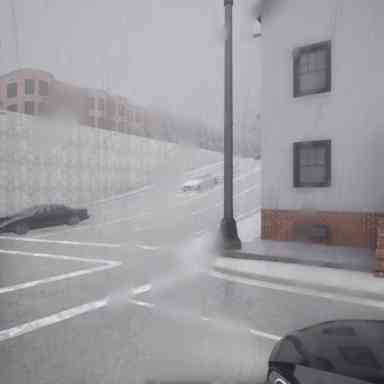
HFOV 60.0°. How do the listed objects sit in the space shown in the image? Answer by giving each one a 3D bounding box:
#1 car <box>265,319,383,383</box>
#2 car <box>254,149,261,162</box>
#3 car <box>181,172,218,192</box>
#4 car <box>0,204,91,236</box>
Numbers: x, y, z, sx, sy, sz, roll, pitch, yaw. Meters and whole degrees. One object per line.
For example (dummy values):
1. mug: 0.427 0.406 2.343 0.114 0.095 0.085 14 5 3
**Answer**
1. car: 2.752 1.526 2.008 4.674 1.442 1.812 0 0 36
2. car: 10.055 -5.316 44.780 2.097 1.767 4.553 0 14 35
3. car: 0.821 -1.067 31.758 1.812 1.442 4.674 0 13 35
4. car: -8.379 1.414 18.719 2.033 1.411 5.357 0 4 36
